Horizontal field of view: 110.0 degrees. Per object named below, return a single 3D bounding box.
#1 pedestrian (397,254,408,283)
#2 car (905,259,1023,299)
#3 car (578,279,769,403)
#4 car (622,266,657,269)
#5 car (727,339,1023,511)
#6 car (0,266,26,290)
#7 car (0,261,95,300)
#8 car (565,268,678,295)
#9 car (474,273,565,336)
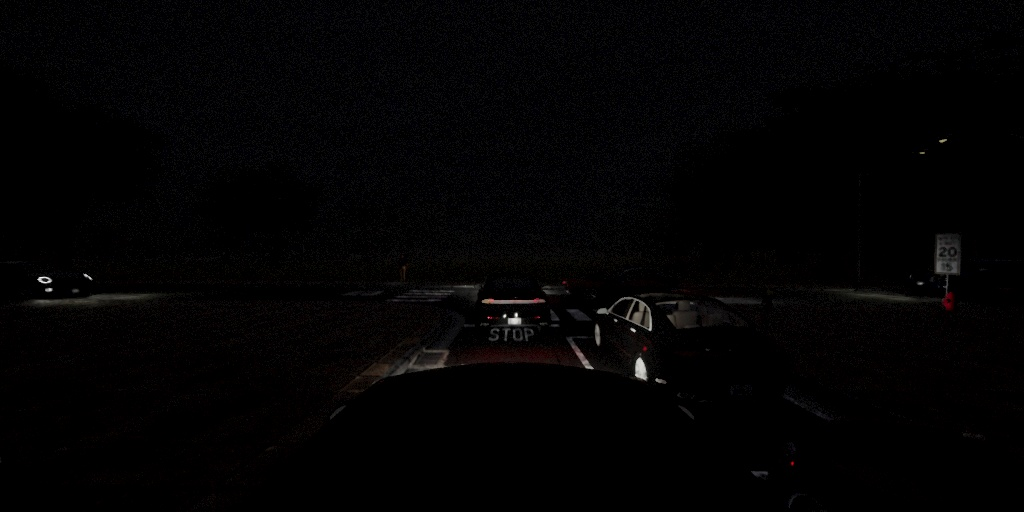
[{"bbox_3d":[-6.887,0.742,22.465,0.375,1.860,0.375,0,1,0],"label":"pedestrian"},{"bbox_3d":[25.098,1.181,19.588,5.566,2.045,2.150,1,1,0],"label":"car"},{"bbox_3d":[2.635,1.296,6.288,2.007,1.370,4.403,0,0,0],"label":"car"},{"bbox_3d":[6.541,1.271,19.577,4.902,1.511,2.128,0,1,0],"label":"car"},{"bbox_3d":[2.636,1.333,0.756,1.802,1.307,4.207,0,0,0],"label":"car"},{"bbox_3d":[-30.171,1.223,19.547,4.718,1.301,1.895,0,1,0],"label":"car"},{"bbox_3d":[-22.464,1.035,16.600,4.553,1.767,2.097,0,1,0],"label":"car"},{"bbox_3d":[4.807,1.394,16.649,4.718,1.301,1.895,2,1,0],"label":"car"},{"bbox_3d":[-0.071,1.234,10.388,2.128,1.511,4.902,0,0,-3],"label":"car"}]
